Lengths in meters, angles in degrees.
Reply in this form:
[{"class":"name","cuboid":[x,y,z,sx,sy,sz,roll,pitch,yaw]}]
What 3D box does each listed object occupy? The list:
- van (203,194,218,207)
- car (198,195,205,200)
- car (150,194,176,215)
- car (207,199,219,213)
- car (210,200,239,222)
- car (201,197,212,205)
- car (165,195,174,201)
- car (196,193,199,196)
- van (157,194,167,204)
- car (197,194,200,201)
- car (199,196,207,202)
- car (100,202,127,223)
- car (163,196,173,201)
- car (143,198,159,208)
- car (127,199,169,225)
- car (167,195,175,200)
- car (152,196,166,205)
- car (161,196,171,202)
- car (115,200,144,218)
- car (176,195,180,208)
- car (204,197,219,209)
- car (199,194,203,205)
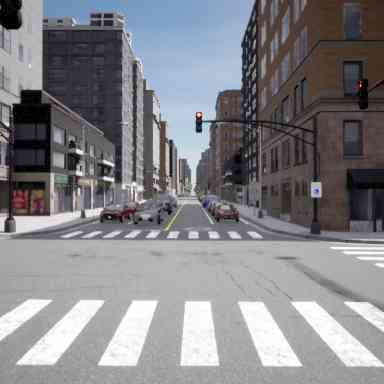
[{"class":"van","cuboid":[2.635,1.353,42.960,1.690,1.788,3.998,1,0,0]},{"class":"car","cuboid":[2.581,1.565,94.190,1.752,1.417,4.829,1,0,0]},{"class":"car","cuboid":[-3.138,1.230,34.517,2.150,2.045,5.566,0,0,0]},{"class":"car","cuboid":[2.644,1.589,31.613,1.802,1.307,4.206,1,0,0]},{"class":"car","cuboid":[2.650,1.588,25.940,1.802,1.307,4.206,1,0,0]},{"class":"car","cuboid":[2.615,1.602,59.980,1.802,1.307,4.206,1,0,0]},{"class":"car","cuboid":[-5.940,1.603,88.342,1.947,1.339,4.313,1,0,0]},{"class":"car","cuboid":[2.594,1.349,82.674,2.192,1.841,5.009,1,0,0]},{"class":"van","cuboid":[-5.915,1.365,65.650,1.690,1.788,3.998,1,0,0]},{"class":"car","cuboid":[2.603,1.593,71.327,1.947,1.339,4.313,1,0,0]},{"class":"car","cuboid":[2.597,1.556,77.170,1.752,1.417,4.829,1,0,0]},{"class":"car","cuboid":[-5.876,1.551,25.940,1.887,1.381,4.507,1,0,0]},{"class":"car","cuboid":[-5.934,1.600,82.669,1.947,1.339,4.313,1,0,0]},{"class":"car","cuboid":[-5.899,1.596,48.632,1.802,1.307,4.206,1,0,0]},{"class":"car","cuboid":[-3.104,1.497,24.346,2.128,1.511,4.902,0,0,-1]},{"class":"car","cuboid":[-5.945,1.585,94.015,1.887,1.381,4.507,1,0,0]},{"class":"car","cuboid":[-5.909,1.461,59.977,1.967,1.590,4.097,1,0,0]},{"class":"car","cuboid":[-5.928,1.582,76.996,2.008,1.369,4.403,1,0,0]},{"class":"car","cuboid":[-5.882,1.552,31.613,1.887,1.381,4.507,1,0,0]},{"class":"car","cuboid":[-3.138,1.578,47.757,1.994,1.385,4.181,0,0,-1]},{"class":"car","cuboid":[2.638,1.591,37.287,1.802,1.307,4.206,1,0,0]},{"class":"car","cuboid":[2.629,1.329,48.633,2.192,1.841,5.009,1,0,0]}]
